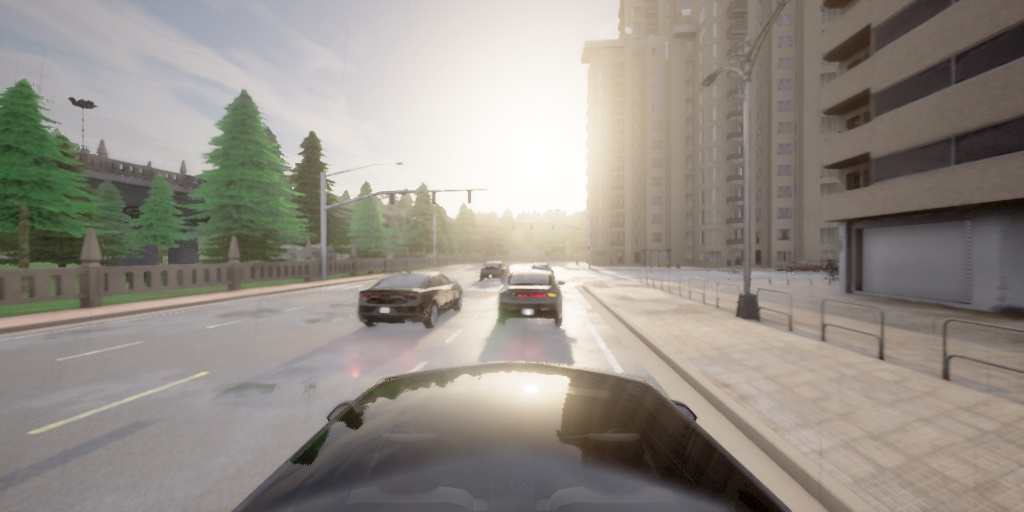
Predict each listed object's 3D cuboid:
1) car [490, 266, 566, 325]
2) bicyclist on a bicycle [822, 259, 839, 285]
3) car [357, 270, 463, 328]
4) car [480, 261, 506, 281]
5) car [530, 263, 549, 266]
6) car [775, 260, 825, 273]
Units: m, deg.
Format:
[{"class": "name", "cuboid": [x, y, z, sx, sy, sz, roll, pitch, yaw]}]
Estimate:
[{"class": "car", "cuboid": [0.658, 1.211, 11.614, 1.837, 1.490, 4.892, 0, -1, 6]}, {"class": "bicyclist on a bicycle", "cuboid": [20.407, 1.005, 22.879, 0.582, 1.620, 1.656, 0, 0, 5]}, {"class": "car", "cuboid": [-2.892, 1.190, 11.301, 1.882, 1.535, 5.008, 0, 0, 6]}, {"class": "car", "cuboid": [-1.301, 1.149, 28.062, 1.837, 1.490, 4.892, 0, 1, 6]}, {"class": "car", "cuboid": [2.236, 1.220, 28.186, 1.994, 1.385, 4.181, 0, 0, 6]}, {"class": "car", "cuboid": [32.001, 1.149, 39.959, 4.674, 1.442, 1.812, 0, 0, 5]}]
